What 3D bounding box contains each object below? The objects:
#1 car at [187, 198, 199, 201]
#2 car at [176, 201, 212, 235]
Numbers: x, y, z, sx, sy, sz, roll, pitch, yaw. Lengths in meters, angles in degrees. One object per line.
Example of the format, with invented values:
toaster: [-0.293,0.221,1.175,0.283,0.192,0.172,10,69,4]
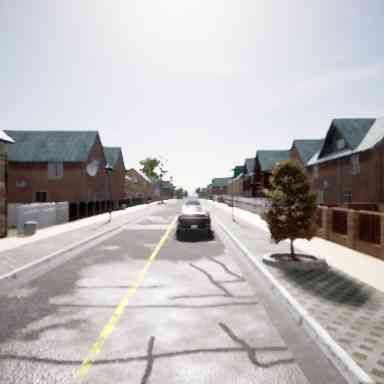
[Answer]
car: [0.110,1.555,42.014,1.882,1.535,5.008,0,0,0]
car: [0.104,1.506,18.979,2.128,1.511,4.902,0,0,0]
